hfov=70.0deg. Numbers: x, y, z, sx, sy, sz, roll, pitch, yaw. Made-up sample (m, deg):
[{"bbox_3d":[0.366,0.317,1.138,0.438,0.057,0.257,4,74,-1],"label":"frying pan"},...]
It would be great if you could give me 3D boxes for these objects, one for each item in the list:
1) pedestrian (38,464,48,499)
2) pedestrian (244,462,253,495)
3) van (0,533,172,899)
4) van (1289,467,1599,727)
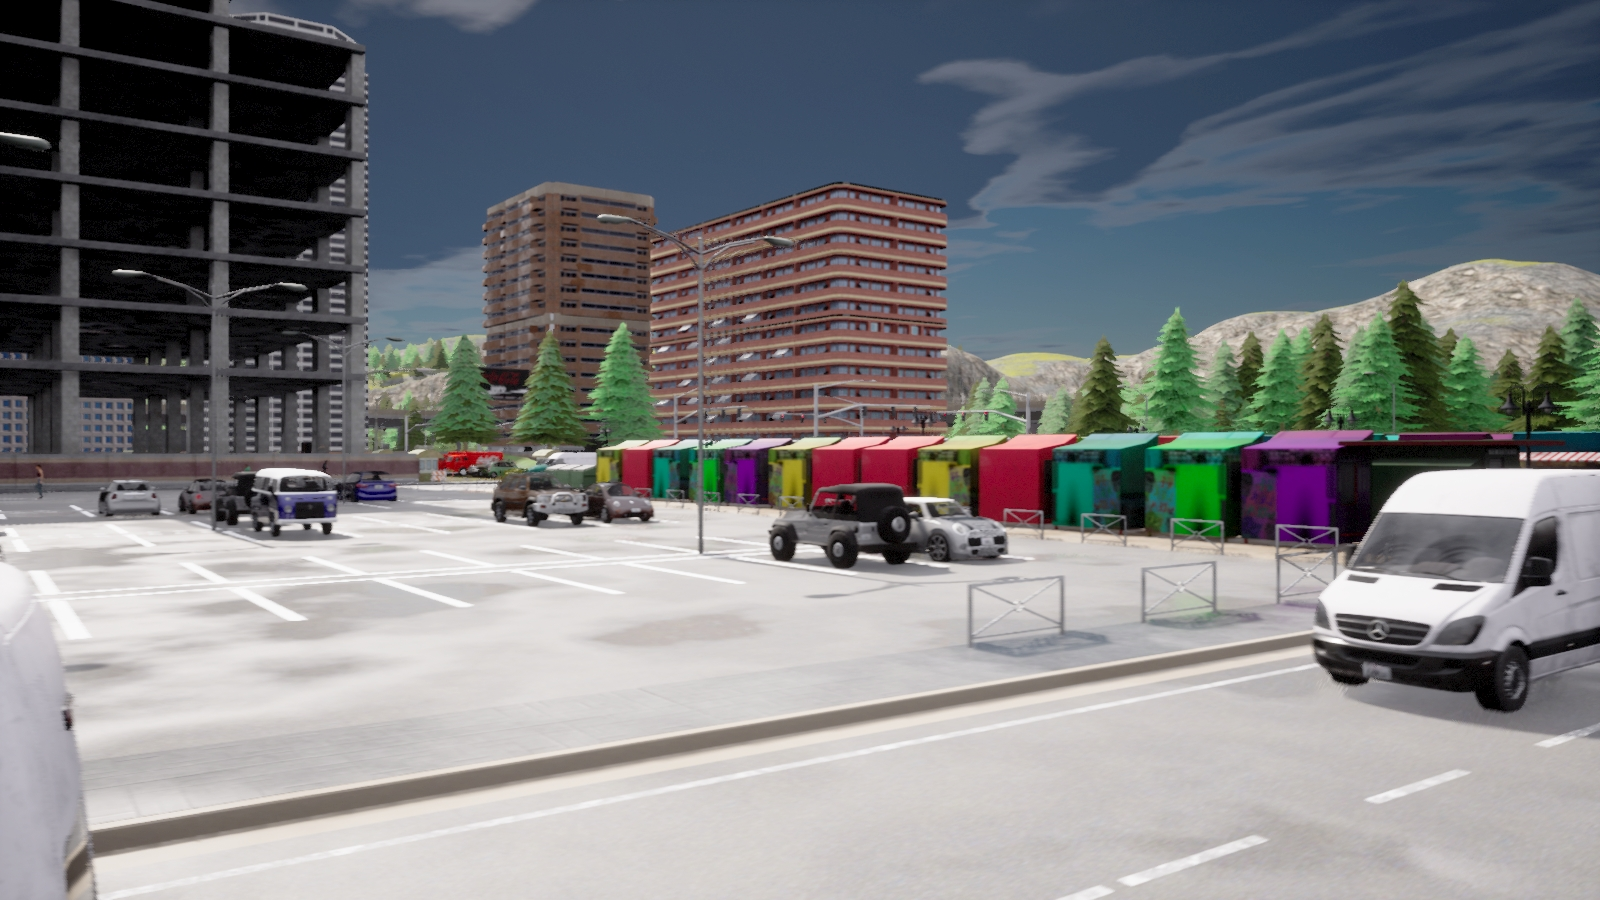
[{"bbox_3d":[-39.603,1.643,59.773,0.375,1.860,0.375,0,0,-40],"label":"pedestrian"},{"bbox_3d":[-31.539,1.642,65.377,0.375,1.860,0.375,0,0,-39],"label":"pedestrian"},{"bbox_3d":[-4.018,1.534,0.979,5.915,2.561,1.988,0,0,-35],"label":"van"},{"bbox_3d":[8.660,1.535,14.115,5.915,2.561,1.988,0,0,-35],"label":"van"}]
